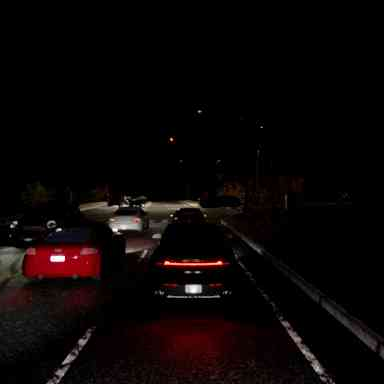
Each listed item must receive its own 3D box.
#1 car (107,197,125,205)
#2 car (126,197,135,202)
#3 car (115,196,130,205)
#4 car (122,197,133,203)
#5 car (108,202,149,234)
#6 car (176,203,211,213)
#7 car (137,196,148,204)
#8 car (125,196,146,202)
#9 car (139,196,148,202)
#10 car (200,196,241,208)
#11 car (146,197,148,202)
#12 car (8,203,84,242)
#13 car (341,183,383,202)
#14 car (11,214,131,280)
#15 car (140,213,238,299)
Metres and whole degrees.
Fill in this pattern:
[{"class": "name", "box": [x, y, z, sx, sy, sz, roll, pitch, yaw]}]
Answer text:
[{"class": "car", "box": [-12.128, 1.612, 52.893, 1.812, 1.442, 4.674, 0, 0, -5]}, {"class": "car", "box": [-15.171, 1.802, 81.953, 1.895, 1.301, 4.718, 0, 0, -8]}, {"class": "car", "box": [-12.928, 1.611, 61.982, 2.128, 1.511, 4.902, 0, 0, -5]}, {"class": "car", "box": [-13.901, 1.710, 71.708, 1.994, 1.385, 4.181, 0, 0, -7]}, {"class": "car", "box": [-3.479, 1.539, 18.722, 1.812, 1.442, 4.674, 0, 0, -3]}, {"class": "car", "box": [-0.179, 1.560, 17.853, 2.033, 1.411, 5.357, 0, 0, -2]}, {"class": "car", "box": [-10.556, 1.680, 71.054, 2.128, 1.511, 4.902, 0, 0, -6]}, {"class": "car", "box": [-8.811, 1.576, 52.228, 2.128, 1.511, 4.902, 0, 0, -5]}, {"class": "car", "box": [-11.796, 1.727, 81.193, 2.128, 1.511, 4.902, 0, 0, -7]}, {"class": "car", "box": [3.141, 1.148, 37.409, 4.674, 1.442, 1.812, -2, 0, -11]}, {"class": "car", "box": [-9.588, 1.681, 61.081, 1.994, 1.385, 4.181, 0, 0, -5]}, {"class": "car", "box": [-6.641, 1.362, 15.802, 2.097, 1.767, 4.553, 0, 0, 1]}, {"class": "car", "box": [20.354, 0.064, 38.679, 5.566, 2.045, 2.150, -2, 0, -3]}, {"class": "car", "box": [-3.259, 1.569, 9.978, 1.994, 1.385, 4.181, 0, 0, -1]}, {"class": "car", "box": [0.013, 1.509, 8.446, 1.837, 1.490, 4.892, 0, 0, 0]}]
